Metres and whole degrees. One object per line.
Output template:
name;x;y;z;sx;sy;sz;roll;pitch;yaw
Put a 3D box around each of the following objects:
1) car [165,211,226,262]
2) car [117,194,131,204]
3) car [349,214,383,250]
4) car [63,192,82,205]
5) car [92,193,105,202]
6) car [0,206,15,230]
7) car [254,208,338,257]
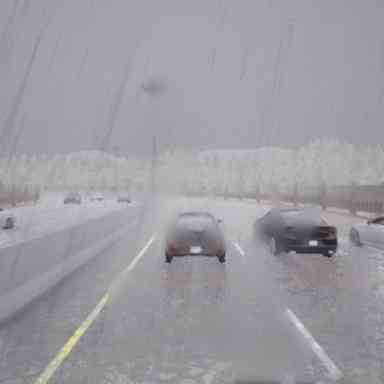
car;0.102;1.395;11.479;1.812;1.442;4.674;0;1;0
car;-10.005;0.973;48.836;1.812;1.442;4.674;0;1;-14
car;7.101;1.399;11.153;1.812;1.442;4.674;0;1;0
car;-16.703;0.824;46.704;2.097;1.767;4.553;0;1;-14
car;-16.342;0.873;57.703;1.812;1.442;4.674;0;1;-19
car;-10.599;1.338;16.479;1.812;1.442;4.674;0;1;0
car;3.600;1.337;12.348;1.882;1.535;5.008;0;1;0
